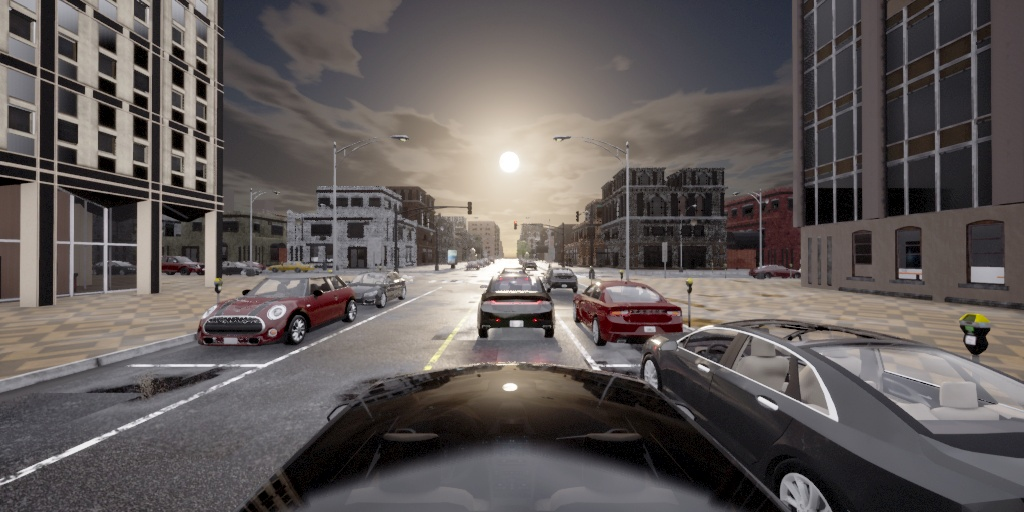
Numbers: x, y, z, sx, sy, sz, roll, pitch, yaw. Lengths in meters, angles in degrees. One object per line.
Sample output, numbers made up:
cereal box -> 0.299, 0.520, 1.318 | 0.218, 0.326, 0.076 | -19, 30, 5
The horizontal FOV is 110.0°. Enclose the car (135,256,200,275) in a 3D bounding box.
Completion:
car -> -30.958, 0.918, 33.093 | 5.009, 1.841, 2.192 | 0, 0, 1

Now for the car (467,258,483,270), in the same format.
car -> -5.699, 1.338, 53.012 | 1.802, 1.307, 4.207 | 0, 0, 0

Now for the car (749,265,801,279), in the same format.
car -> 23.637, 1.433, 32.227 | 4.207, 1.307, 1.802 | 0, 0, 1

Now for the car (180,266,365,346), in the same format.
car -> -5.692, 1.190, 9.242 | 1.967, 1.591, 4.097 | 0, 0, 0

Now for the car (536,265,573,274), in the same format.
car -> 2.687, 1.303, 20.610 | 2.007, 1.370, 4.403 | 0, 0, 0

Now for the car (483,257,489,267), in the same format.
car -> -5.702, 1.309, 64.056 | 2.007, 1.370, 4.403 | 0, 0, 0

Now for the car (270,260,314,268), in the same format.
car -> -25.461, 1.198, 41.391 | 4.829, 1.417, 1.751 | 0, 0, 1

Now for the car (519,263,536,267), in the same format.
car -> 0.096, 1.316, 20.558 | 1.994, 1.385, 4.181 | 0, 0, 0

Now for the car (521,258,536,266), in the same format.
car -> 2.681, 1.322, 53.001 | 1.948, 1.339, 4.313 | 0, 0, 0

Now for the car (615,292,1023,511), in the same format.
car -> 2.690, 1.301, 3.535 | 2.007, 1.370, 4.403 | 0, 0, 0

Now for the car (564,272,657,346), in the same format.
car -> 2.689, 1.296, 9.226 | 1.888, 1.381, 4.507 | 0, 0, 0

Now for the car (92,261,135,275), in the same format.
car -> -36.494, 1.131, 33.177 | 4.403, 1.370, 2.007 | 0, 0, 1

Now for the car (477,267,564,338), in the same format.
car -> 0.100, 1.242, 10.135 | 2.128, 1.511, 4.902 | 0, 0, 0

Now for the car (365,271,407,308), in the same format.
car -> -5.693, 1.302, 14.934 | 2.007, 1.370, 4.403 | 0, 0, 0

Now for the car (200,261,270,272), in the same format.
car -> -25.421, 1.177, 33.009 | 4.403, 1.370, 2.007 | 0, 0, 1

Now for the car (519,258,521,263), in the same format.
car -> 2.679, 1.341, 64.043 | 1.802, 1.307, 4.207 | 0, 0, 0
